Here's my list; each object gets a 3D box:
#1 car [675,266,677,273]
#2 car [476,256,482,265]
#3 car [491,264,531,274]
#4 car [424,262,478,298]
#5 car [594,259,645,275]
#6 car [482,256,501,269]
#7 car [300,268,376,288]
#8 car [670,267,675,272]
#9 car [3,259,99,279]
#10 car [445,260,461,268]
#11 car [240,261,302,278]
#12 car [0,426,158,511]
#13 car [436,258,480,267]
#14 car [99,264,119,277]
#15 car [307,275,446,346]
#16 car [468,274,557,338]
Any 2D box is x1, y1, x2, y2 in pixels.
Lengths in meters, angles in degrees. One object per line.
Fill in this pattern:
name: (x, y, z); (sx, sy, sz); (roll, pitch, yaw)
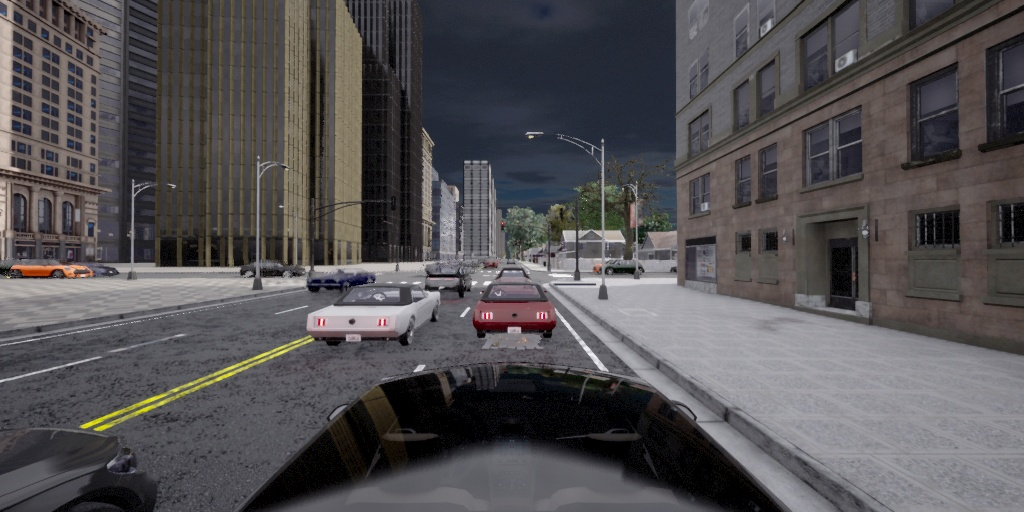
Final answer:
car: (20.462, 1.263, 37.889); (4.902, 1.511, 2.128); (0, -1, 0)
car: (-6.739, 1.257, 64.525); (1.837, 1.490, 4.892); (0, 0, 0)
car: (0.049, 1.315, 18.875); (1.994, 1.385, 4.181); (0, 0, 0)
car: (-3.198, 1.243, 18.652); (2.128, 1.511, 4.902); (0, 0, 0)
car: (11.505, 1.123, 37.922); (4.553, 1.767, 2.097); (0, -1, 0)
car: (-3.321, 1.104, 58.433); (2.097, 1.767, 4.553); (0, 0, 0)
car: (-9.601, 1.352, 20.515); (1.895, 1.301, 4.718); (0, 0, 2)
car: (21.099, 1.352, 41.137); (5.357, 1.411, 2.033); (0, -1, 0)
car: (-38.156, 1.057, 29.816); (4.553, 1.767, 2.097); (0, -1, -5)
car: (-10.003, 1.316, 61.194); (1.994, 1.385, 4.181); (0, 0, 0)
car: (-20.621, 1.184, 31.017); (5.008, 1.535, 1.882); (0, -1, -3)
car: (-3.142, 1.275, 0.256); (1.812, 1.442, 4.674); (0, 0, 0)
car: (-5.914, 1.236, 34.548); (4.902, 1.511, 2.128); (0, 0, 0)
car: (-39.101, 1.301, 32.990); (4.181, 1.385, 1.994); (0, -1, -5)
car: (-3.176, 1.352, 9.398); (1.895, 1.301, 4.718); (0, 0, 0)
car: (0.058, 1.350, 10.118); (1.895, 1.301, 4.718); (0, 0, 0)
